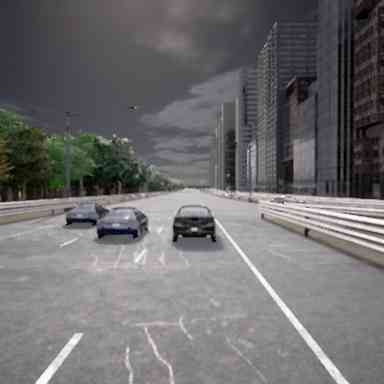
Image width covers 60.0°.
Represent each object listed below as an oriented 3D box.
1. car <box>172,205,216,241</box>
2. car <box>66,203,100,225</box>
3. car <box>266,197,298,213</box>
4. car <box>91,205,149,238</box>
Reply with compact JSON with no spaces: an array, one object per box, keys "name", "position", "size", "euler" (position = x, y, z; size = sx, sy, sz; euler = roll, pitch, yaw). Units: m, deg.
[{"name":"car","position":[0.099,1.364,16.070],"size":[1.882,1.535,5.008],"euler":[0,0,0]},{"name":"car","position":[-6.900,1.406,22.415],"size":[1.994,1.385,4.181],"euler":[0,0,0]},{"name":"car","position":[9.497,1.302,34.990],"size":[2.163,1.488,4.792],"euler":[0,1,-13]},{"name":"car","position":[-3.401,1.444,16.916],"size":[1.994,1.385,4.181],"euler":[0,0,0]}]
